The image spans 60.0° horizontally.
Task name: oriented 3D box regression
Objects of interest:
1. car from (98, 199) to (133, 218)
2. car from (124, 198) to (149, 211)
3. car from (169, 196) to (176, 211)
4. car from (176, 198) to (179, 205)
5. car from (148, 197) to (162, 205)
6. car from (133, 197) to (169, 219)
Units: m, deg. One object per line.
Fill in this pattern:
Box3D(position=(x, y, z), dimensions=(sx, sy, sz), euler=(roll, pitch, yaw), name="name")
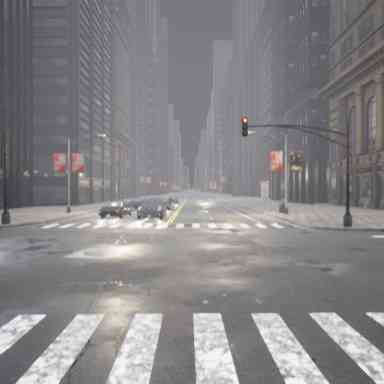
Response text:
Box3D(position=(-6.587, 1.503, 29.536), dimensions=(2.033, 1.411, 5.357), euler=(0, 0, 4), name="car")
Box3D(position=(-6.615, 1.483, 40.247), dimensions=(2.033, 1.411, 5.357), euler=(0, 0, 0), name="car")
Box3D(position=(-3.367, 1.483, 40.197), dimensions=(2.033, 1.411, 5.357), euler=(0, 0, 0), name="car")
Box3D(position=(-3.347, 1.460, 57.522), dimensions=(1.994, 1.385, 4.181), euler=(0, 0, 0), name="car")
Box3D(position=(-6.586, 1.492, 58.954), dimensions=(1.895, 1.301, 4.718), euler=(0, 0, 1), name="car")
Box3D(position=(-3.361, 1.310, 28.281), dimensions=(2.097, 1.767, 4.553), euler=(0, 0, 0), name="car")
